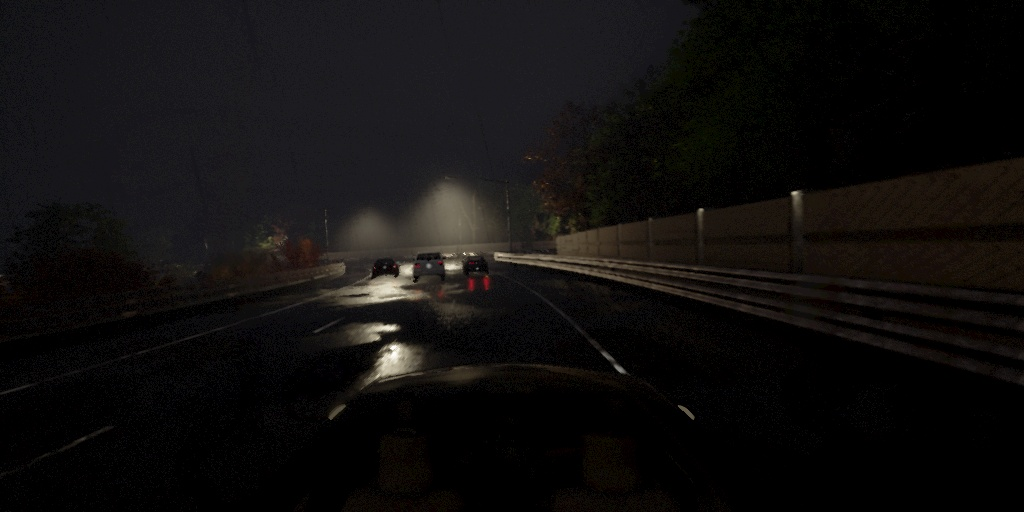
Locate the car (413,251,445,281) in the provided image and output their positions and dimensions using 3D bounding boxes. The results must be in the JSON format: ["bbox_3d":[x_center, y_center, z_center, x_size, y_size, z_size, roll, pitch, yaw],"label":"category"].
[{"bbox_3d":[-6.145,0.683,26.681,2.150,2.045,5.566,-3,1,-12],"label":"car"}]

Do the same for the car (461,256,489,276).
[{"bbox_3d":[-3.088,0.722,29.806,2.128,1.511,4.902,-3,1,-11],"label":"car"}]

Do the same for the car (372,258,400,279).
[{"bbox_3d":[-11.016,0.936,31.527,2.097,1.767,4.553,-3,2,-15],"label":"car"}]
